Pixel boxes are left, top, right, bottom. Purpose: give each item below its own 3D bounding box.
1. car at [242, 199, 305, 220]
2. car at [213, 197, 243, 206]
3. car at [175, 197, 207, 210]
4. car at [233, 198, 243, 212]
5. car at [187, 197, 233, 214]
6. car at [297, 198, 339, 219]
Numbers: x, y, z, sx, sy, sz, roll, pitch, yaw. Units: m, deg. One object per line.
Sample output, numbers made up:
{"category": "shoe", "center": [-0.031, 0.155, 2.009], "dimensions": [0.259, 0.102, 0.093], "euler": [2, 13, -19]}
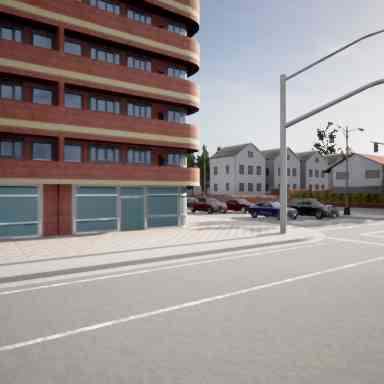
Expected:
{"category": "car", "center": [6.784, 1.526, 28.163], "dimensions": [1.812, 1.442, 4.674], "euler": [0, 0, -35]}
{"category": "car", "center": [5.940, 1.547, 56.081], "dimensions": [2.033, 1.411, 5.357], "euler": [0, 0, -35]}
{"category": "car", "center": [-0.212, 1.505, 44.422], "dimensions": [1.837, 1.490, 4.892], "euler": [0, 0, -35]}
{"category": "car", "center": [5.169, 1.478, 36.632], "dimensions": [1.882, 1.535, 5.008], "euler": [0, 0, -35]}
{"category": "car", "center": [1.790, 1.352, 35.361], "dimensions": [2.097, 1.767, 4.553], "euler": [0, 0, -34]}
{"category": "car", "center": [10.419, 1.352, 29.056], "dimensions": [2.097, 1.767, 4.553], "euler": [0, 0, -35]}
